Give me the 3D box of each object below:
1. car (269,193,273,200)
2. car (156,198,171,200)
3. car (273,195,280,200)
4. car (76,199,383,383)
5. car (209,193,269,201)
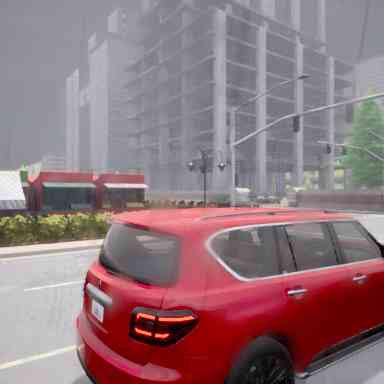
[{"bbox_3d":[11.664,1.114,58.231,1.905,1.878,3.866,0,0,-36],"label":"car"},{"bbox_3d":[-3.274,1.422,38.507,1.882,1.535,5.008,0,0,-36],"label":"car"},{"bbox_3d":[14.053,1.114,59.946,1.905,1.878,3.866,0,0,-36],"label":"car"},{"bbox_3d":[1.292,1.221,4.713,5.566,2.045,2.150,0,0,-35],"label":"car"},{"bbox_3d":[3.617,1.166,29.021,2.150,2.045,5.566,0,0,-36],"label":"car"}]
